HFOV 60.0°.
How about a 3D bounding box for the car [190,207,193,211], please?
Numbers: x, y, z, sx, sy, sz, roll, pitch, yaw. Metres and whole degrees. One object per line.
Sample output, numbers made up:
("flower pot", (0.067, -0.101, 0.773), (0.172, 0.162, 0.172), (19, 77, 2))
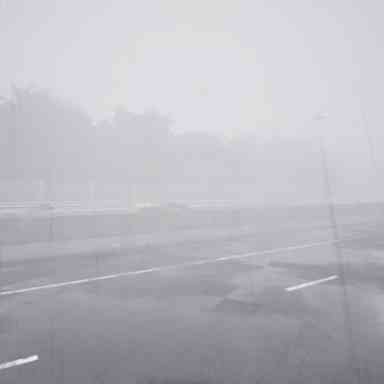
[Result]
("car", (-2.139, 1.466, 23.904), (4.892, 1.490, 1.837), (0, 0, -35))

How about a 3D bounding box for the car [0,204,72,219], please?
("car", (-10.675, 1.470, 22.207), (4.718, 1.301, 1.895), (0, -1, -35))

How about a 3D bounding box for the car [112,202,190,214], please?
("car", (-2.862, 1.448, 19.115), (5.008, 1.535, 1.882), (0, 0, -35))
